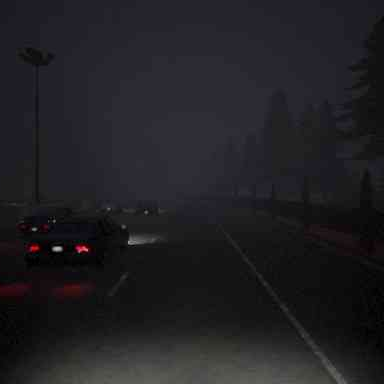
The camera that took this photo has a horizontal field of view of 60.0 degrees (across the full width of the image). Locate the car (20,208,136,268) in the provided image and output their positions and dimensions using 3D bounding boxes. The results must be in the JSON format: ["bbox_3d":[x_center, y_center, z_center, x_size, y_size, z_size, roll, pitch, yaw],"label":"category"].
[{"bbox_3d":[-3.399,1.474,10.913,2.033,1.411,5.357,0,0,0],"label":"car"}]

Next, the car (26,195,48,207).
[{"bbox_3d":[-21.986,1.177,47.363,2.128,1.511,4.902,0,0,-17],"label":"car"}]

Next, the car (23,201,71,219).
[{"bbox_3d":[-6.913,1.413,16.858,1.812,1.442,4.674,0,0,0],"label":"car"}]

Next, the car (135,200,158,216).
[{"bbox_3d":[-4.024,1.402,29.954,1.895,1.301,4.718,0,0,-5],"label":"car"}]

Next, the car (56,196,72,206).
[{"bbox_3d":[-18.914,1.274,49.371,1.895,1.301,4.718,0,0,-18],"label":"car"}]

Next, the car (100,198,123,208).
[{"bbox_3d":[-7.877,1.309,32.568,1.812,1.442,4.674,0,0,-7],"label":"car"}]
